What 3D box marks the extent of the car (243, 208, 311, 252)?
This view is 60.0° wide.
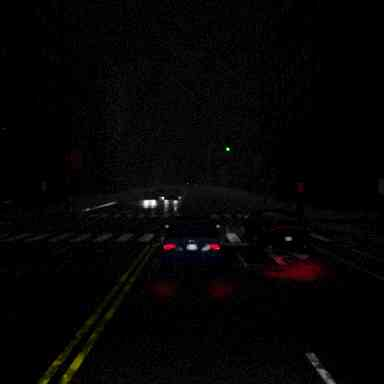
[{"bbox_3d":[3.285,1.404,13.703,1.882,1.535,5.008,0,1,0],"label":"car"}]

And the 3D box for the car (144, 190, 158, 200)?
[{"bbox_3d":[-6.598,0.490,53.727,2.128,1.511,4.902,0,2,0],"label":"car"}]

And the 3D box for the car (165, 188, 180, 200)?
[{"bbox_3d":[-3.350,0.524,53.745,1.812,1.442,4.674,0,2,0],"label":"car"}]

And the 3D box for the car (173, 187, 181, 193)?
[{"bbox_3d":[-3.278,-0.267,69.259,1.837,1.490,4.892,0,2,0],"label":"car"}]

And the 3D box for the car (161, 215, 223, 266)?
[{"bbox_3d":[0.014,1.495,11.367,2.033,1.411,5.357,0,1,0],"label":"car"}]
